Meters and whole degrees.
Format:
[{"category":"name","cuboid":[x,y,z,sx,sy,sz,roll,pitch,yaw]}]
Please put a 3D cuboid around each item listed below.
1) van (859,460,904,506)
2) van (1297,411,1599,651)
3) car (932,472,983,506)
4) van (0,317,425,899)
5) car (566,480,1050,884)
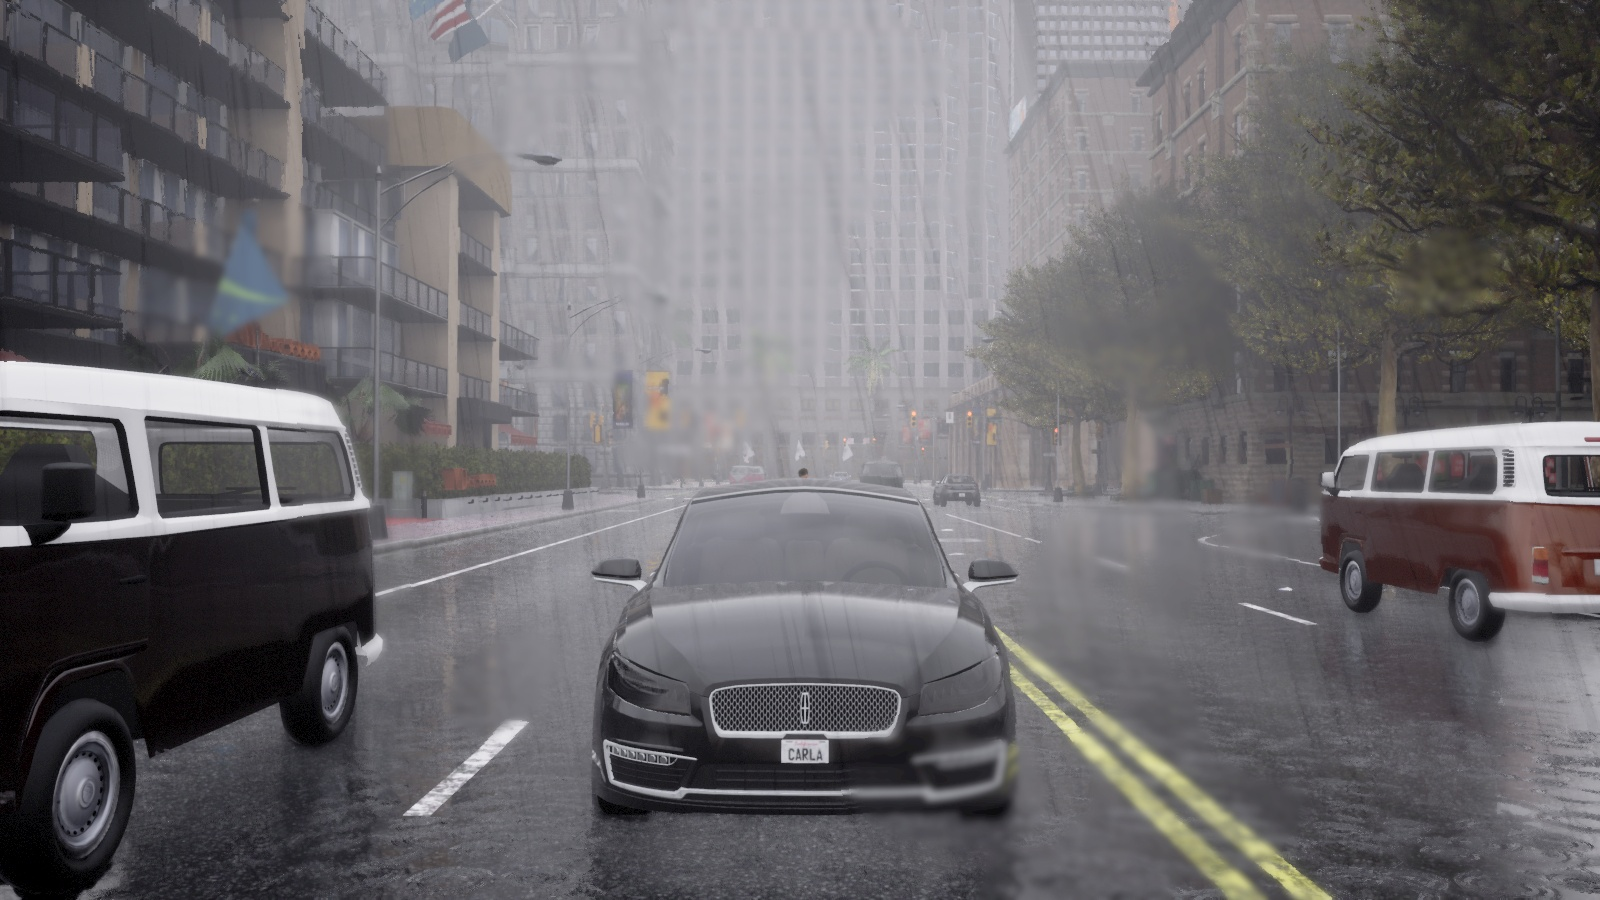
[{"category":"van","cuboid":[3.650,1.503,56.961,1.775,1.987,4.442,0,-1,0]},{"category":"van","cuboid":[7.046,0.726,12.933,2.069,2.038,4.480,0,-1,0]},{"category":"car","cuboid":[7.152,1.760,57.314,1.816,1.474,4.193,0,-1,0]},{"category":"van","cuboid":[-3.470,0.650,5.861,2.069,2.038,4.480,0,-1,0]},{"category":"car","cuboid":[0.033,0.940,7.223,1.837,1.490,4.892,0,-1,0]}]
